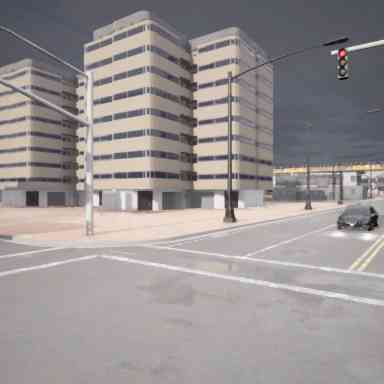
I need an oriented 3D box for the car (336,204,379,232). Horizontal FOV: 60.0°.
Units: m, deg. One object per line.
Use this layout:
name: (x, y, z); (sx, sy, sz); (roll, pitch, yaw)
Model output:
car: (10.271, 1.556, 20.474); (1.837, 1.490, 4.892); (0, 0, 35)
